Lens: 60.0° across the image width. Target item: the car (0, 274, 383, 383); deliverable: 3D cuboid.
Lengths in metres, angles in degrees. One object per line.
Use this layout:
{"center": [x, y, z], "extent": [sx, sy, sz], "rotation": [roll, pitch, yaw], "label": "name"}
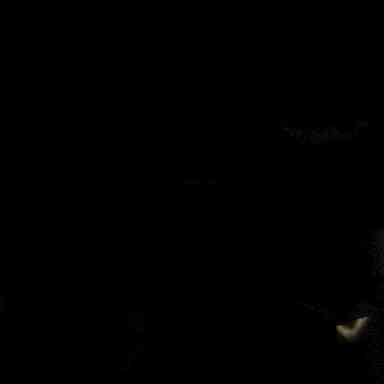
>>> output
{"center": [-0.255, 1.548, 2.813], "extent": [5.357, 1.411, 2.033], "rotation": [0, 0, -34], "label": "car"}
